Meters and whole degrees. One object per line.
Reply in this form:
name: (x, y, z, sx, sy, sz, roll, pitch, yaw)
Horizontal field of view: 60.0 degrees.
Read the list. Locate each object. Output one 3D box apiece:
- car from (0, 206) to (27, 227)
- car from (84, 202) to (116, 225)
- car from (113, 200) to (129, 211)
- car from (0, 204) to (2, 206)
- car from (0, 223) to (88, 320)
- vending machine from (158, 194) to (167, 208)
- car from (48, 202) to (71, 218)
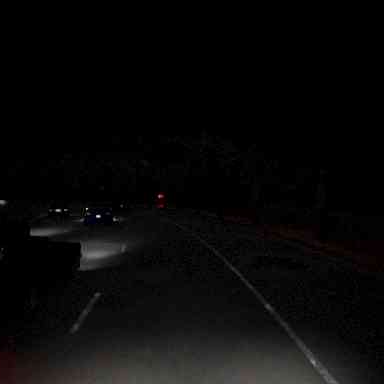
car: (-8.114, 1.535, 13.286, 2.128, 1.511, 4.902, 0, 0, -8)
car: (-6.888, 1.626, 24.605, 1.994, 1.385, 4.181, 0, 0, -14)
car: (-9.288, 1.684, 41.909, 1.994, 1.385, 4.181, 0, 0, -24)
car: (-23.325, 1.703, 38.644, 1.837, 1.490, 4.892, 0, 0, -26)
car: (-3.862, 1.619, 7.238, 1.895, 1.301, 4.718, 0, 0, -4)
vending machine: (-4.490, 1.309, 50.466, 1.100, 2.100, 0.880, 0, 0, -27)
car: (-12.451, 1.655, 31.240, 2.033, 1.411, 5.357, 0, 0, -19)
